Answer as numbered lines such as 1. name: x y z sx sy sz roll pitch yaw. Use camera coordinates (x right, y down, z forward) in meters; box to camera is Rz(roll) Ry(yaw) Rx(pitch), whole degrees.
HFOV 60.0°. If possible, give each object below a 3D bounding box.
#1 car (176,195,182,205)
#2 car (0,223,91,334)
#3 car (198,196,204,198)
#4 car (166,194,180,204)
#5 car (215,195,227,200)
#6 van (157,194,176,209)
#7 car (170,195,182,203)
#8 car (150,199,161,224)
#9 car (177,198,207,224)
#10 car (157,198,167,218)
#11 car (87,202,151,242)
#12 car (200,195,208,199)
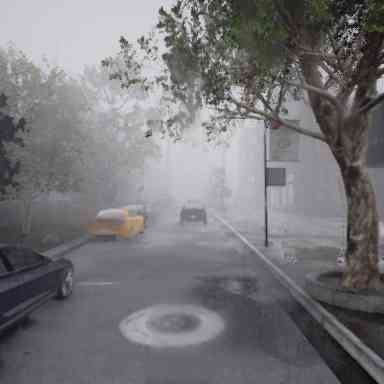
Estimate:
1. car: -3.404 1.447 55.824 2.231 1.521 4.892 0 0 2
2. car: -3.635 1.515 5.490 2.163 1.488 4.792 1 0 2
3. car: 0.100 1.559 42.706 2.033 1.411 5.357 0 0 0
4. car: -3.403 1.287 61.533 2.185 1.767 4.553 -1 1 2
5. car: 6.850 1.499 93.530 2.097 1.535 5.008 -3 -3 36
6. van: -3.627 1.260 44.571 1.878 1.987 4.442 1 0 2
7. car: -3.161 1.382 67.235 2.097 1.535 5.008 0 0 2
8. car: -3.645 1.498 22.160 2.097 1.535 5.008 0 0 2
9. car: 0.100 1.498 24.811 1.882 1.535 5.008 0 0 0
10. car: -3.648 1.532 27.767 2.163 1.488 4.792 0 0 2
11. car: -3.637 1.494 16.599 2.097 1.535 5.008 1 0 2
12. car: 3.411 1.441 88.784 2.231 1.521 4.892 -2 -1 29
